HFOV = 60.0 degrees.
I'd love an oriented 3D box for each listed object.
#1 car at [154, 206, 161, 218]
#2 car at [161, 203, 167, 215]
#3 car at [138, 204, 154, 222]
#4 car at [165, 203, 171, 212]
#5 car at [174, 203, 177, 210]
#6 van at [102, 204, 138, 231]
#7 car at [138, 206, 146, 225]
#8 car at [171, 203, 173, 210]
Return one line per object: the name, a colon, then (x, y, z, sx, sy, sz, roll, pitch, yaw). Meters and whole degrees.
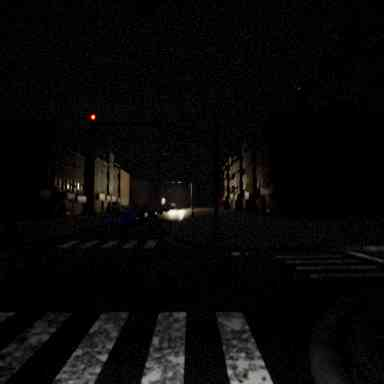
car: (-5.547, 2.617, 43.638, 1.887, 1.381, 4.507, 2, -2, 0)
car: (-5.600, 2.974, 54.214, 1.802, 1.307, 4.206, 2, -2, 0)
car: (-5.489, 2.083, 33.069, 2.192, 1.841, 5.009, 2, -2, 0)
car: (-5.650, 3.271, 64.790, 1.887, 1.381, 4.507, 1, -2, 0)
car: (-5.754, 3.988, 85.939, 2.008, 1.369, 4.403, 1, -2, 0)
van: (-5.449, 1.877, 24.766, 1.690, 1.788, 3.998, 2, -2, 0)
car: (-5.472, 2.179, 28.079, 2.008, 1.369, 4.403, 2, -2, 0)
car: (-5.674, 3.339, 70.081, 1.967, 1.590, 4.097, 1, -2, 0)
